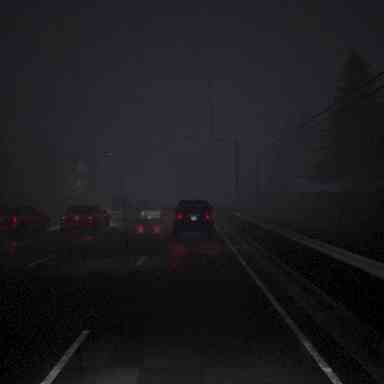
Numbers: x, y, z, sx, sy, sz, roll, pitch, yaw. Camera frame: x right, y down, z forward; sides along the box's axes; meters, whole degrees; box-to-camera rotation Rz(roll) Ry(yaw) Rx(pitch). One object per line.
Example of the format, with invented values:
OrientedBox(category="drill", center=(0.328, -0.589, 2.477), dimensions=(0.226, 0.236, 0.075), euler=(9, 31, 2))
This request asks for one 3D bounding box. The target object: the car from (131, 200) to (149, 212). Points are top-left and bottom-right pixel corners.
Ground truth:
OrientedBox(category="car", center=(-6.918, 1.932, 47.821), dimensions=(2.097, 1.767, 4.553), euler=(0, -1, 0))

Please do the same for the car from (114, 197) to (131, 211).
OrientedBox(category="car", center=(-10.419, 1.831, 50.108), dimensions=(2.150, 2.045, 5.566), euler=(0, -1, 0))

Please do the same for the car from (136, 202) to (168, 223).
OrientedBox(category="car", center=(-3.412, 1.881, 29.159), dimensions=(1.812, 1.442, 4.674), euler=(0, -1, 0))

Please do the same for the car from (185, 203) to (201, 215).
OrientedBox(category="car", center=(0.085, 2.117, 42.433), dimensions=(1.895, 1.301, 4.718), euler=(0, -1, 0))

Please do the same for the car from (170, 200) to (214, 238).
OrientedBox(category="car", center=(0.093, 1.461, 19.551), dimensions=(2.150, 2.045, 5.566), euler=(0, -1, 0))

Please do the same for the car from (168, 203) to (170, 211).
OrientedBox(category="car", center=(-3.416, 2.153, 45.459), dimensions=(1.895, 1.301, 4.718), euler=(0, -1, 0))

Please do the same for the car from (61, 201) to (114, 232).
OrientedBox(category="car", center=(-6.908, 1.620, 22.069), dimensions=(2.097, 1.767, 4.553), euler=(0, -1, 0))

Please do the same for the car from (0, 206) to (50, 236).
OrientedBox(category="car", center=(-10.408, 1.596, 20.102), dimensions=(2.097, 1.767, 4.553), euler=(0, -1, 0))
